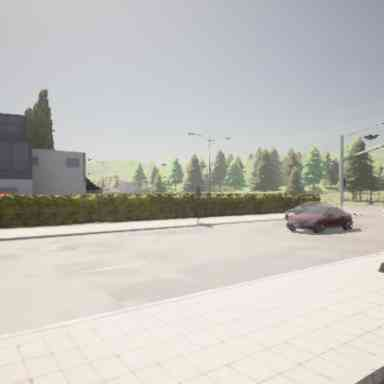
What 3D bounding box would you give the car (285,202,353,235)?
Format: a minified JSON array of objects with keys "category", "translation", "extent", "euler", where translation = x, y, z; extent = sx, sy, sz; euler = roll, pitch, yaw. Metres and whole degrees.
[{"category":"car","translation":[7.493,1.539,19.229],"extent":[4.674,1.442,1.812],"euler":[0,0,-36]}]
